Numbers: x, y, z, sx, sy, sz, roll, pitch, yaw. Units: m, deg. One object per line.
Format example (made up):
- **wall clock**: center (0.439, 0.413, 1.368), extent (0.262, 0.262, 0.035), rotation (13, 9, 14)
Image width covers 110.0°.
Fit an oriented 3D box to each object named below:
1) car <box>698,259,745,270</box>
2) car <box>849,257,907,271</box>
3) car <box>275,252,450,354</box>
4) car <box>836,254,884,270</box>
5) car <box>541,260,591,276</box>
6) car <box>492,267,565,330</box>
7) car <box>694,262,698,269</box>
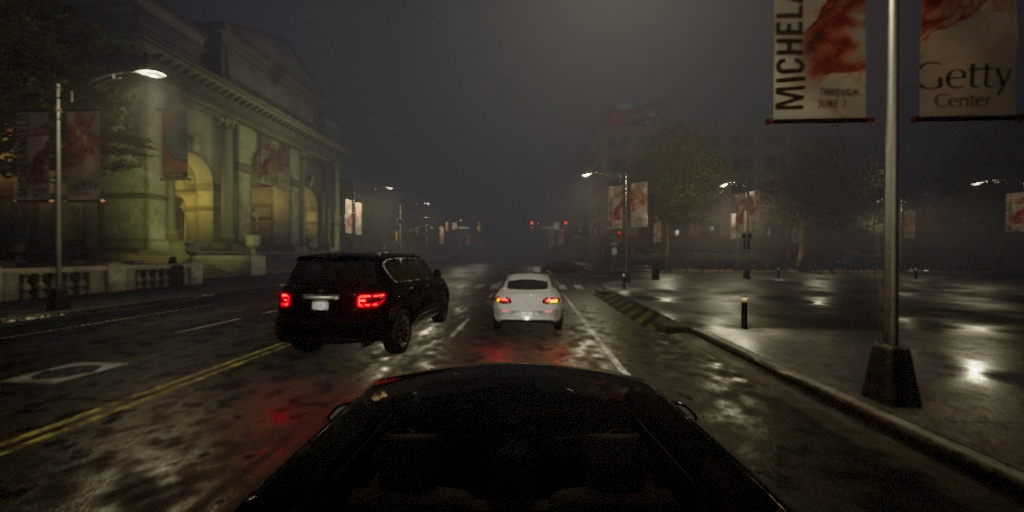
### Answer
- **car**: center (25.867, 1.062, 43.821), extent (4.674, 1.442, 1.812), rotation (0, 0, 3)
- **car**: center (43.622, 1.155, 42.795), extent (4.181, 1.385, 1.994), rotation (0, 0, 3)
- **car**: center (-3.132, 0.922, 8.834), extent (2.150, 2.045, 5.566), rotation (0, 0, 3)
- **car**: center (45.308, 0.781, 46.231), extent (5.566, 2.045, 2.150), rotation (0, 0, 3)
- **car**: center (5.000, 1.098, 33.431), extent (4.674, 1.442, 1.812), rotation (0, 2, 20)
- **car**: center (0.492, 1.220, 10.838), extent (1.812, 1.442, 4.674), rotation (0, 0, 3)
- **car**: center (26.180, 1.079, 47.298), extent (4.181, 1.385, 1.994), rotation (0, 0, 3)
